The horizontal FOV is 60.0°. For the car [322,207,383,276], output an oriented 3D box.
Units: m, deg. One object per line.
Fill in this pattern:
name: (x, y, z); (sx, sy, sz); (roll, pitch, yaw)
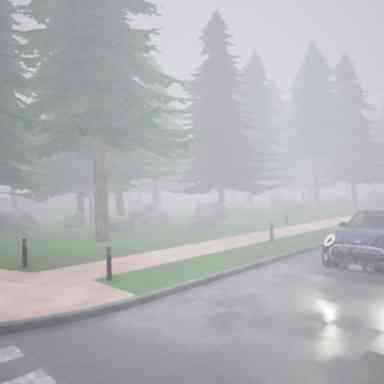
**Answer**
car: (5.694, 1.268, 9.953); (4.553, 1.767, 2.097); (-2, 0, -45)
